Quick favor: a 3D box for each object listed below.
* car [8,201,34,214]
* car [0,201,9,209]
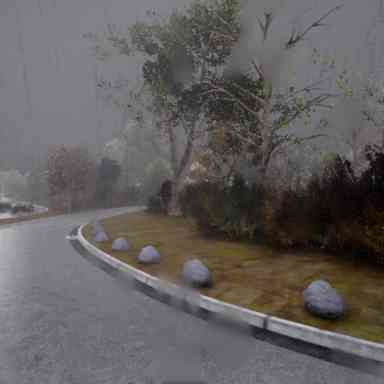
[{"bbox_3d":[-20.933,1.972,41.338,1.895,1.301,4.718,0,0,-18],"label":"car"},{"bbox_3d":[-27.346,2.001,48.577,1.895,1.301,4.718,0,0,-28],"label":"car"}]
